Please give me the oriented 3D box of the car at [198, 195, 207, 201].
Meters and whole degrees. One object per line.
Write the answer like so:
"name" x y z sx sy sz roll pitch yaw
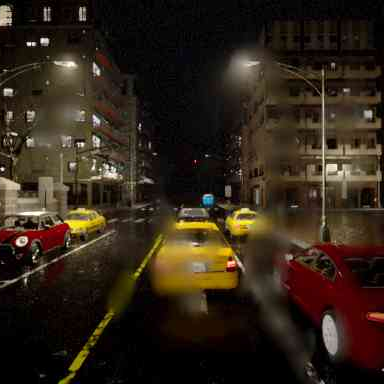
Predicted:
"car" 2.651 1.495 83.336 2.008 1.369 4.403 1 0 0

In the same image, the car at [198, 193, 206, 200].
"car" 2.651 1.249 89.007 2.192 1.841 5.009 1 0 0

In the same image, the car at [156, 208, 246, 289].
"car" 0.094 1.458 9.127 1.801 1.575 5.366 0 0 0

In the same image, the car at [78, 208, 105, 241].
"car" -5.692 1.527 16.831 1.752 1.417 4.829 1 0 0

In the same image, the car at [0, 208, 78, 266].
"car" -5.688 1.442 11.387 1.967 1.590 4.097 1 0 0

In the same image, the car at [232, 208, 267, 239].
"car" 2.688 1.527 17.159 1.752 1.417 4.829 1 0 0

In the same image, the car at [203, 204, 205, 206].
"car" 0.096 1.603 19.616 1.895 1.301 4.718 0 0 0

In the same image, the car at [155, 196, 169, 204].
"car" -5.717 1.556 60.705 1.802 1.307 4.206 1 0 0

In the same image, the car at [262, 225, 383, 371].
"car" 2.694 1.546 5.755 1.887 1.381 4.507 1 0 0

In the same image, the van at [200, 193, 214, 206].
"van" 2.670 1.321 54.981 1.690 1.788 3.998 1 0 0

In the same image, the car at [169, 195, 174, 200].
"car" -5.733 1.516 89.060 1.802 1.307 4.206 1 0 0

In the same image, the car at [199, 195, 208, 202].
"car" 2.654 1.503 77.665 2.008 1.369 4.403 1 0 0
